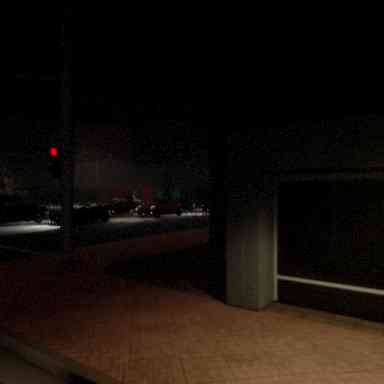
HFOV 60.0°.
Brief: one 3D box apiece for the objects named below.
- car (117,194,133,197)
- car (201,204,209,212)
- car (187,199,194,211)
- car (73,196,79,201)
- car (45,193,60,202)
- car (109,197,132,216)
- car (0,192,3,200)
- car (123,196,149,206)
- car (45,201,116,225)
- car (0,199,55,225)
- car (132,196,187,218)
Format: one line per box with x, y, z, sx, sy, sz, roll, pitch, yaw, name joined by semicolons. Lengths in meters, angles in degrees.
-10.739;1.179;51.025;3.866;1.878;1.905;0;0;35;car
3.120;1.613;39.099;1.895;1.301;4.718;0;0;37;car
-1.673;1.519;38.544;1.837;1.490;4.892;0;0;37;car
-23.319;1.396;63.463;3.905;1.438;1.784;0;0;35;car
-25.047;1.186;61.137;4.605;1.855;1.932;0;0;35;car
-7.271;1.506;31.060;2.128;1.511;4.902;0;0;37;car
-22.054;1.178;34.992;3.866;1.878;1.905;0;0;35;car
-9.056;1.418;53.381;3.806;1.475;1.970;0;0;35;car
-8.007;1.576;24.181;1.994;1.385;4.181;0;0;36;car
-12.716;1.519;23.655;1.837;1.490;4.892;0;0;36;car
-2.937;1.364;31.013;2.097;1.767;4.553;0;0;37;car
